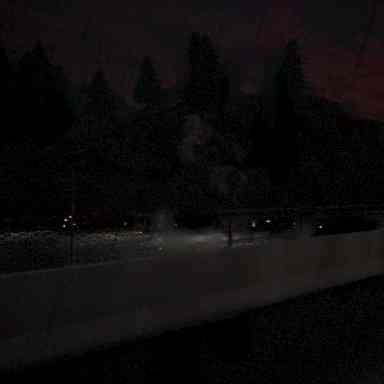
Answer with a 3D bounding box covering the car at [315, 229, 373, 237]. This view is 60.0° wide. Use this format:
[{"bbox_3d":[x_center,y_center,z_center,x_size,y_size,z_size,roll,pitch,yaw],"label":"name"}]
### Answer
[{"bbox_3d":[7.316,1.687,17.095,4.718,1.301,1.895,0,0,-34],"label":"car"}]
